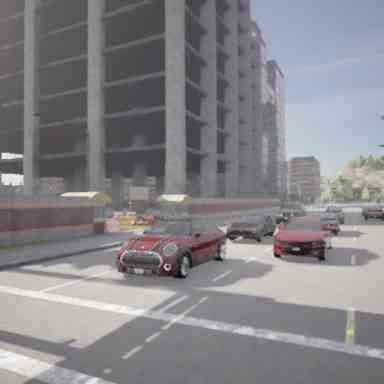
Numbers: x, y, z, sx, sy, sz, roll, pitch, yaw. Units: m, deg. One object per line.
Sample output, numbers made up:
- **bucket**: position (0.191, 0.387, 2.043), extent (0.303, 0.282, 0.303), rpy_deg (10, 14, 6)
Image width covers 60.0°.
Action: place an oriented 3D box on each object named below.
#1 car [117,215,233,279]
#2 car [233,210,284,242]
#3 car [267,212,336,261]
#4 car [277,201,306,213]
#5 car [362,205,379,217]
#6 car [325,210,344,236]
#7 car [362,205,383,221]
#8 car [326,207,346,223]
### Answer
- **car**: position (-0.487, 1.664, 11.309), extent (2.097, 1.767, 4.553), rpy_deg (-1, -2, 26)
- **car**: position (3.718, 2.054, 19.791), extent (2.033, 1.411, 5.357), rpy_deg (-1, -2, 26)
- **car**: position (4.824, 1.827, 14.143), extent (1.882, 1.535, 5.008), rpy_deg (-1, -2, 26)
- **car**: position (9.395, 1.991, 31.237), extent (2.150, 2.045, 5.566), rpy_deg (-1, -2, 26)
- **car**: position (24.337, 2.567, 45.419), extent (1.812, 1.442, 4.674), rpy_deg (-1, -2, 26)
- **car**: position (9.024, 2.145, 22.611), extent (1.895, 1.301, 4.718), rpy_deg (-1, -2, 26)
- **car**: position (19.757, 2.317, 36.066), extent (2.128, 1.511, 4.902), rpy_deg (-1, -2, 27)
- **car**: position (13.597, 2.248, 31.807), extent (2.128, 1.511, 4.902), rpy_deg (-1, -2, 27)
